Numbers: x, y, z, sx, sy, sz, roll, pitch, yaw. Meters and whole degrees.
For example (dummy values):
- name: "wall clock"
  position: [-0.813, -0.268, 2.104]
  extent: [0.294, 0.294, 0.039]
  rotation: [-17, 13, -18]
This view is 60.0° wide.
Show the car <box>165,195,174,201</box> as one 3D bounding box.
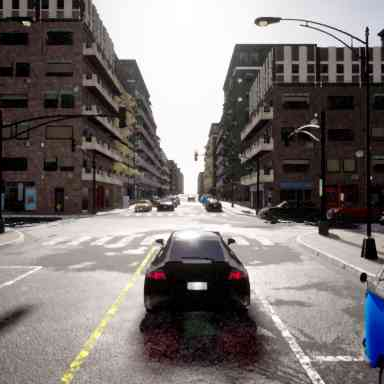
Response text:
- name: "car"
  position: [-5.819, 1.588, 85.134]
  extent: [2.008, 1.369, 4.403]
  rotation: [1, 0, 0]

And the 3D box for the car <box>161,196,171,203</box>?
- name: "car"
  position: [-5.799, 1.575, 73.849]
  extent: [1.887, 1.381, 4.507]
  rotation: [1, 0, 0]

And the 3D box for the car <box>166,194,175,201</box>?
- name: "car"
  position: [-5.826, 1.481, 90.777]
  extent: [1.967, 1.590, 4.097]
  rotation: [1, 0, 0]

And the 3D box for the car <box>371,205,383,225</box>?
- name: "car"
  position: [13.505, 1.583, 19.829]
  extent: [4.313, 1.339, 1.947]
  rotation: [0, -1, 1]

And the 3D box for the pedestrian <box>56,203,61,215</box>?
- name: "pedestrian"
  position: [-12.591, 1.597, 31.417]
  extent: [0.500, 1.100, 0.500]
  rotation: [0, -1, 1]

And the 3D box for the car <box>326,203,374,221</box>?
- name: "car"
  position: [13.595, 1.608, 28.210]
  extent: [4.097, 1.590, 1.967]
  rotation: [0, -1, 1]

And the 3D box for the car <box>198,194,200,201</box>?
- name: "car"
  position: [2.590, 1.553, 68.390]
  extent: [1.752, 1.417, 4.829]
  rotation: [1, 0, 0]

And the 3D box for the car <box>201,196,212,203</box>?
- name: "car"
  position: [2.627, 1.567, 45.650]
  extent: [2.008, 1.369, 4.403]
  rotation: [1, 0, 0]

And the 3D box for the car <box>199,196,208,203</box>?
- name: "car"
  position: [2.579, 1.612, 73.862]
  extent: [1.802, 1.307, 4.206]
  rotation: [1, 0, 0]

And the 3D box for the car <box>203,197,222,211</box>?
- name: "car"
  position: [2.636, 1.580, 40.007]
  extent: [1.947, 1.339, 4.313]
  rotation: [1, 0, 0]

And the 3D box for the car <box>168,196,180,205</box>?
- name: "car"
  position: [-3.168, 1.501, 60.491]
  extent: [1.882, 1.535, 5.008]
  rotation: [0, 0, 0]

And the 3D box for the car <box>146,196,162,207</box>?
- name: "car"
  position: [-5.761, 1.459, 51.279]
  extent: [1.967, 1.590, 4.097]
  rotation: [1, 0, 0]

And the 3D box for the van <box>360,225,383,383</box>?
- name: "van"
  position: [2.670, 1.342, 2.061]
  extent: [1.690, 1.788, 3.998]
  rotation: [1, 0, 0]

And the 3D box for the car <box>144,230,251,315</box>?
- name: "car"
  position: [0.088, 1.566, 7.663]
  extent: [1.994, 1.385, 4.181]
  rotation: [0, 0, 0]

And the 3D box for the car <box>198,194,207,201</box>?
- name: "car"
  position: [2.565, 1.352, 85.148]
  extent: [2.192, 1.841, 5.009]
  rotation: [1, 0, 0]

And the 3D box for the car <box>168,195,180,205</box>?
- name: "car"
  position: [-3.179, 1.496, 49.704]
  extent: [1.882, 1.535, 5.008]
  rotation: [0, 0, 0]

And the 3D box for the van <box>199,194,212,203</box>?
- name: "van"
  position: [2.612, 1.363, 56.935]
  extent: [1.690, 1.788, 3.998]
  rotation: [1, 0, 0]

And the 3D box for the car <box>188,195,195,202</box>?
- name: "car"
  position: [-0.134, 1.559, 80.537]
  extent: [2.128, 1.511, 4.902]
  rotation: [0, 0, 0]

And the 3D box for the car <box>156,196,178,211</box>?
- name: "car"
  position: [-3.167, 1.578, 40.987]
  extent: [1.994, 1.385, 4.181]
  rotation: [0, 0, 0]

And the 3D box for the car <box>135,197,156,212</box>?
- name: "car"
  position: [-5.742, 1.539, 39.823]
  extent: [1.752, 1.417, 4.829]
  rotation: [1, 0, 0]

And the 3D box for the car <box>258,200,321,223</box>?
- name: "car"
  position: [7.486, 1.418, 25.676]
  extent: [4.553, 1.767, 2.097]
  rotation: [1, -1, 1]
